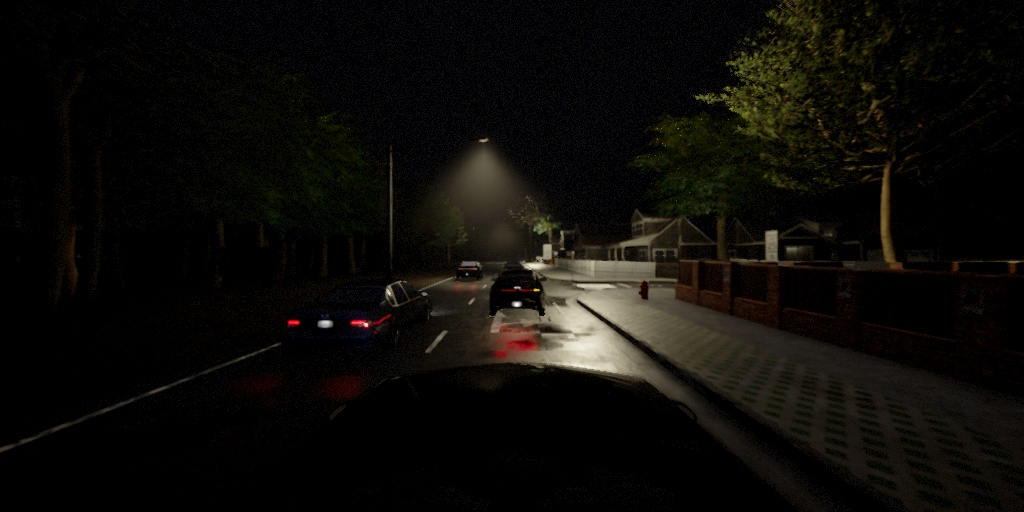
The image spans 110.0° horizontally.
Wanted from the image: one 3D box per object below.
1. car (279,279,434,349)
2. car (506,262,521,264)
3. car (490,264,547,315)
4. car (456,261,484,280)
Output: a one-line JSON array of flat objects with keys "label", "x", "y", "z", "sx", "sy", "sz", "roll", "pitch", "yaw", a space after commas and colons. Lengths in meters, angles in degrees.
[{"label": "car", "x": -3.401, "y": 1.282, "z": 9.044, "sx": 2.033, "sy": 1.411, "sz": 5.357, "roll": 0, "pitch": 0, "yaw": 0}, {"label": "car", "x": 0.105, "y": 1.195, "z": 30.593, "sx": 1.812, "sy": 1.442, "sz": 4.674, "roll": 0, "pitch": 0, "yaw": 0}, {"label": "car", "x": 0.239, "y": 1.228, "z": 13.459, "sx": 1.837, "sy": 1.490, "sz": 4.892, "roll": 0, "pitch": 0, "yaw": 2}, {"label": "car", "x": -3.396, "y": 1.164, "z": 29.572, "sx": 2.128, "sy": 1.511, "sz": 4.902, "roll": 0, "pitch": 0, "yaw": 0}]
